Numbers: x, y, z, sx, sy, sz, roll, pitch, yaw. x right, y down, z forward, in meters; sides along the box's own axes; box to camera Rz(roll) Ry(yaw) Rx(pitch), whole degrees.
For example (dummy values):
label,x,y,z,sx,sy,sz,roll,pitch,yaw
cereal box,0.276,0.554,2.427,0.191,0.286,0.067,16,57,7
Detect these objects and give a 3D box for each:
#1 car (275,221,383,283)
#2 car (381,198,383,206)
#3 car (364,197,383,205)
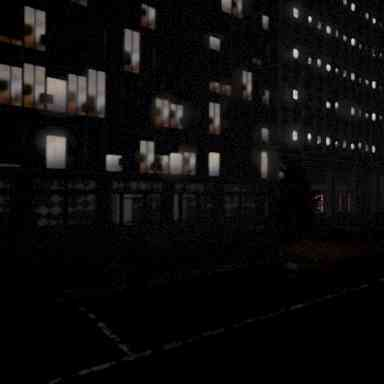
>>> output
label,x,y,z,sx,sy,sz,roll,pitch,yaw
car,4.471,1.557,9.743,4.829,1.417,1.752,0,0,-35
car,31.051,1.613,52.929,2.008,1.369,4.403,1,0,-35
car,34.803,1.694,62.245,1.802,1.307,4.206,1,0,-35
